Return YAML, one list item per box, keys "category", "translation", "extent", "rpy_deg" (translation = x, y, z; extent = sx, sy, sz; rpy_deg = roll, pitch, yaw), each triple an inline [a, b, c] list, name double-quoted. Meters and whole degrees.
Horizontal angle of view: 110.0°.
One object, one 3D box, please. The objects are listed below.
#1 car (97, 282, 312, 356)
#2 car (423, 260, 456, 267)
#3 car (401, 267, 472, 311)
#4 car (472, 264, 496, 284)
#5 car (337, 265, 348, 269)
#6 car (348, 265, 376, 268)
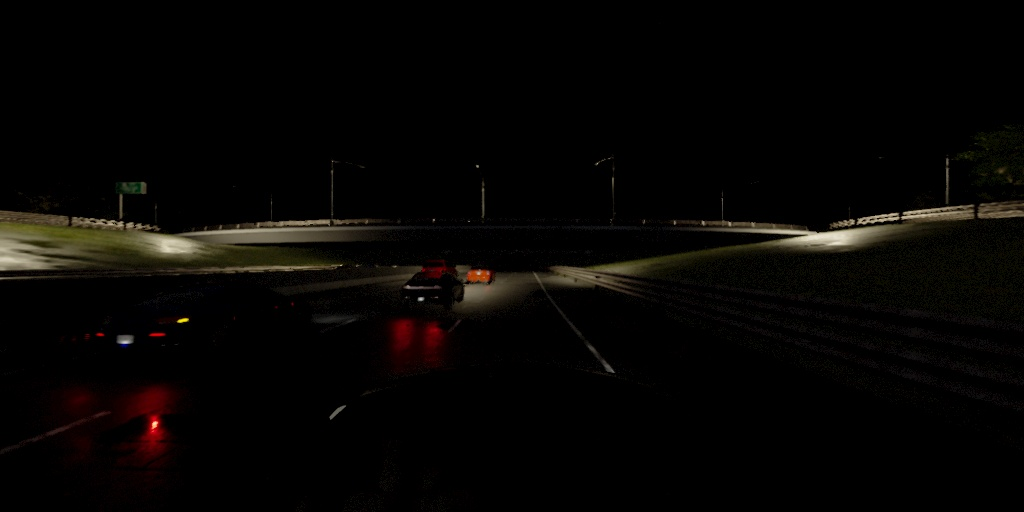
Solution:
- category: "car"
  translation: [-6.859, 1.340, 8.684]
  extent: [1.812, 1.442, 4.674]
  rpy_deg: [0, -1, 1]
- category: "car"
  translation: [-6.180, 1.364, 31.062]
  extent: [2.150, 2.045, 5.566]
  rpy_deg: [0, -1, 3]
- category: "car"
  translation: [-3.240, 1.387, 15.382]
  extent: [2.128, 1.511, 4.902]
  rpy_deg: [0, -1, 1]
- category: "car"
  translation: [-2.645, 1.506, 31.663]
  extent: [2.097, 1.767, 4.553]
  rpy_deg: [0, -1, 3]
- category: "car"
  translation: [-22.984, 1.975, 50.052]
  extent: [1.837, 1.490, 4.892]
  rpy_deg: [0, -1, 3]
- category: "car"
  translation: [-19.574, 1.917, 48.388]
  extent: [1.882, 1.535, 5.008]
  rpy_deg: [0, -1, 3]
